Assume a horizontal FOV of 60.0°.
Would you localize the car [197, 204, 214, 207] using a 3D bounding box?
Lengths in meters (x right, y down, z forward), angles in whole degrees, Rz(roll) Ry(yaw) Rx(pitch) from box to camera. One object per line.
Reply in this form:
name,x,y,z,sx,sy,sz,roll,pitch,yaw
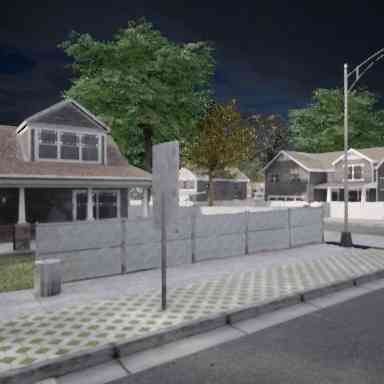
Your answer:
car,1.268,1.906,31.176,1.812,1.442,4.674,0,-1,-36
